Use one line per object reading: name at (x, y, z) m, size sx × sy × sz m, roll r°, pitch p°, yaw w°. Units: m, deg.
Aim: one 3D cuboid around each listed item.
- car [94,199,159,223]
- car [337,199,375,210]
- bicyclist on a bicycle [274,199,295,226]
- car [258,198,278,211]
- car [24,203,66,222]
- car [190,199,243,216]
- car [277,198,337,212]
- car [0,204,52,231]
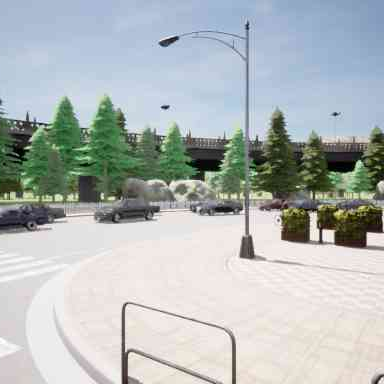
car at (-5.075, 1.297, 25.061) m, size 2.097 × 1.767 × 4.553 m, roll 0°, pitch 0°, yaw 41°
car at (19.734, 1.509, 40.189) m, size 4.181 × 1.385 × 1.994 m, roll 0°, pitch 0°, yaw 0°
bicyclist on a bicycle at (5.535, 1.245, 19.605) m, size 0.582 × 1.620 × 1.656 m, roll 0°, pitch 0°, yaw -44°
car at (9.958, 1.470, 38.811) m, size 4.674 × 1.442 × 1.812 m, roll 0°, pitch 0°, yaw -15°
car at (-11.410, 1.492, 22.732) m, size 2.033 × 1.411 × 5.357 m, roll 0°, pitch 0°, yaw 37°
car at (2.673, 1.436, 31.952) m, size 4.902 × 1.511 × 2.128 m, roll 0°, pitch 0°, yaw -30°
car at (12.450, 1.492, 36.110) m, size 5.357 × 1.411 × 2.033 m, roll 0°, pitch 0°, yaw -12°
car at (-10.533, 1.545, 18.200) m, size 1.895 × 1.301 × 4.718 m, roll 0°, pitch 0°, yaw 36°
